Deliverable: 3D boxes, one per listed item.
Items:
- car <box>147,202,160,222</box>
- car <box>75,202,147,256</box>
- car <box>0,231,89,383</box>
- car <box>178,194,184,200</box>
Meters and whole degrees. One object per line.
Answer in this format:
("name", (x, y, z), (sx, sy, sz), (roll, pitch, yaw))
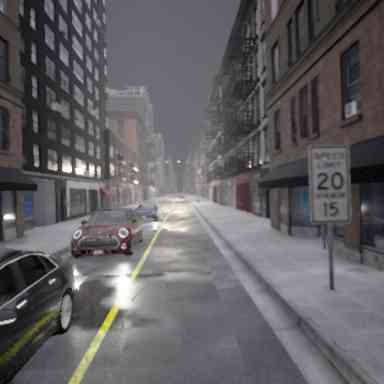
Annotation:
("car", (-3.682, 1.604, 27.535), (1.812, 1.442, 4.674), (-1, 0, -2))
("car", (-3.222, 1.429, 13.373), (2.097, 1.767, 4.553), (-1, 0, -2))
("car", (-2.905, 1.578, 4.012), (1.837, 1.490, 4.892), (-1, 0, -2))
("car", (-3.071, 1.429, 93.623), (1.895, 1.301, 4.718), (-1, 0, -2))
